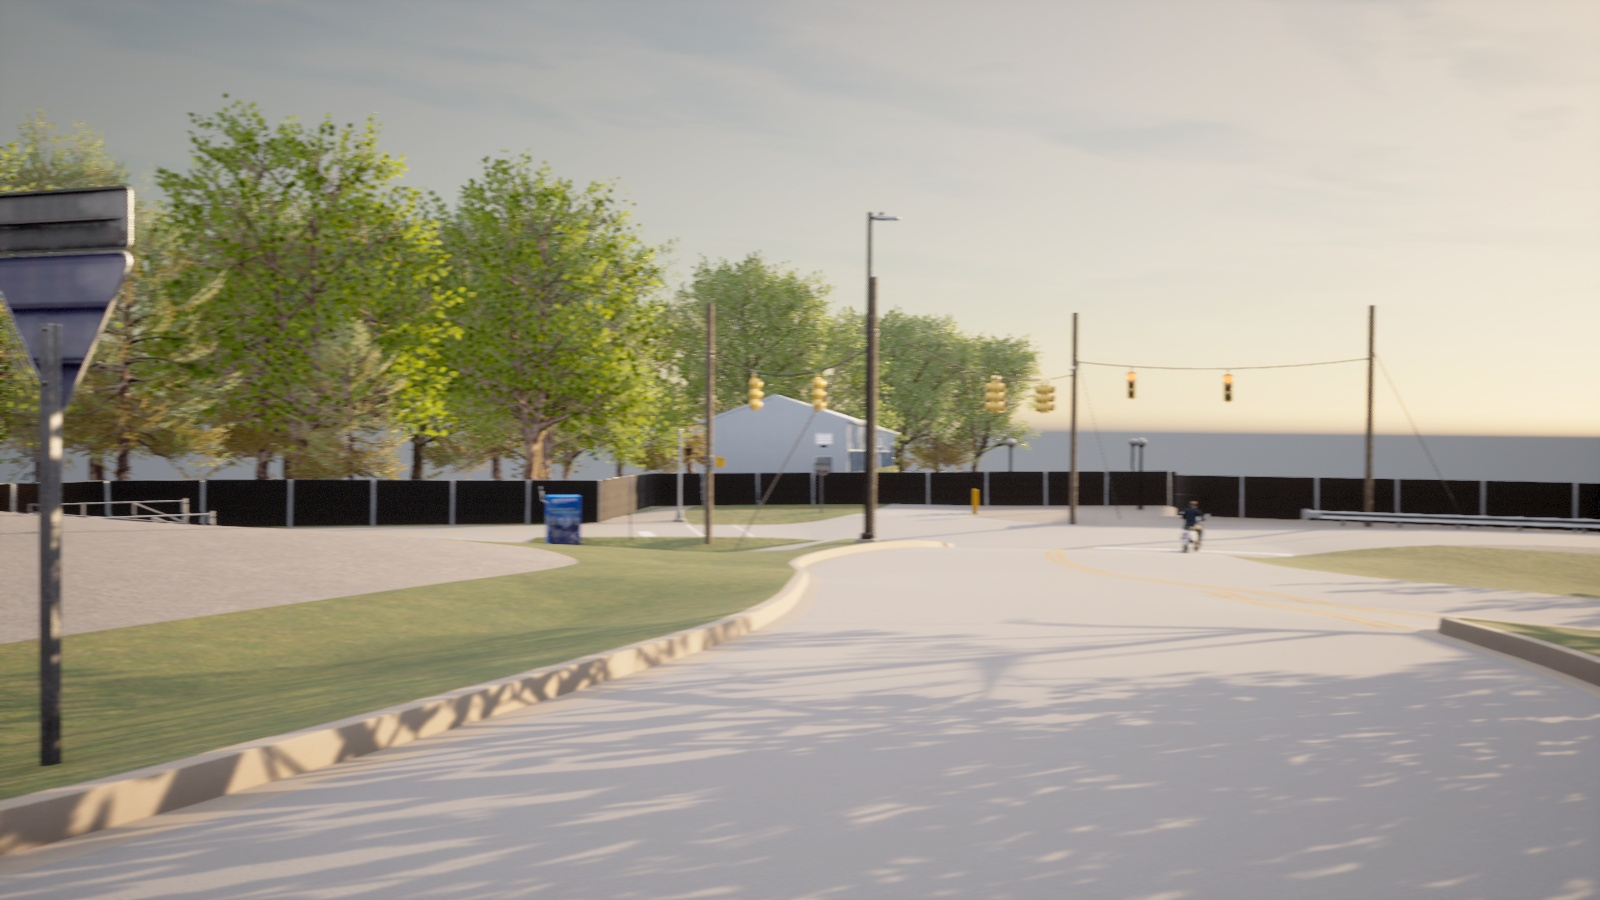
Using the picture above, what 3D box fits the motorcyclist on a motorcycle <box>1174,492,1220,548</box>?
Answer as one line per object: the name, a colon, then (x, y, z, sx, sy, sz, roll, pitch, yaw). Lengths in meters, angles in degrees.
motorcyclist on a motorcycle: (12.168, 2.108, 38.459, 0.866, 1.590, 1.817, 1, 1, 32)
